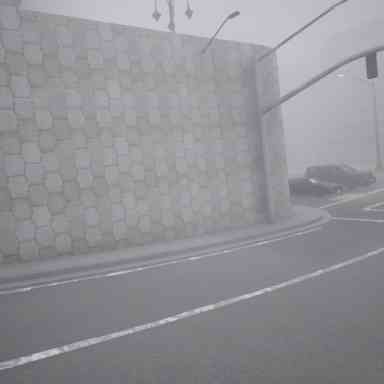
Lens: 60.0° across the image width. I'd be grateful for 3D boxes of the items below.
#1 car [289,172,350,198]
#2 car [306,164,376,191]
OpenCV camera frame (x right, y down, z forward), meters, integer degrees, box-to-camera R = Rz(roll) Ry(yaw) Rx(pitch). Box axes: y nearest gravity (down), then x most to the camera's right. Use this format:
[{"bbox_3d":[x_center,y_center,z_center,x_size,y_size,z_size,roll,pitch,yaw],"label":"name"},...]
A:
[{"bbox_3d":[8.764,-0.399,25.565,2.033,1.411,5.357,-10,6,-35],"label":"car"},{"bbox_3d":[11.846,-1.239,27.184,2.150,2.045,5.566,-10,6,-36],"label":"car"}]
